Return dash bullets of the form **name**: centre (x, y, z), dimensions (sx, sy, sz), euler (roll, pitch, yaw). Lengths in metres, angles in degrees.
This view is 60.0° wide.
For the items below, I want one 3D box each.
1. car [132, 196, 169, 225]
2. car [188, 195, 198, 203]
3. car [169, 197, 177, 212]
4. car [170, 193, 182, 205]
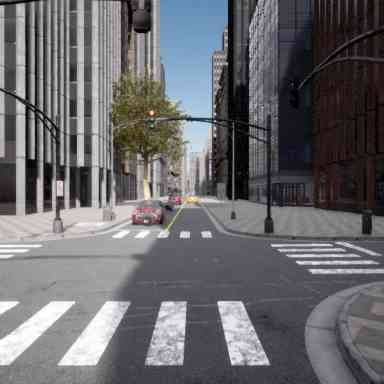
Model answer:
- **car**: centre (-3.049, 1.353, 24.219), dimensions (2.097, 1.767, 4.553), euler (0, 0, -1)
- **car**: centre (0.143, 1.354, 69.232), dimensions (2.097, 1.767, 4.553), euler (0, 0, -1)
- **car**: centre (-3.076, 1.601, 38.069), dimensions (1.895, 1.301, 4.718), euler (0, 0, 0)
- **car**: centre (-2.974, 1.228, 58.655), dimensions (2.150, 2.045, 5.566), euler (0, 0, 0)
